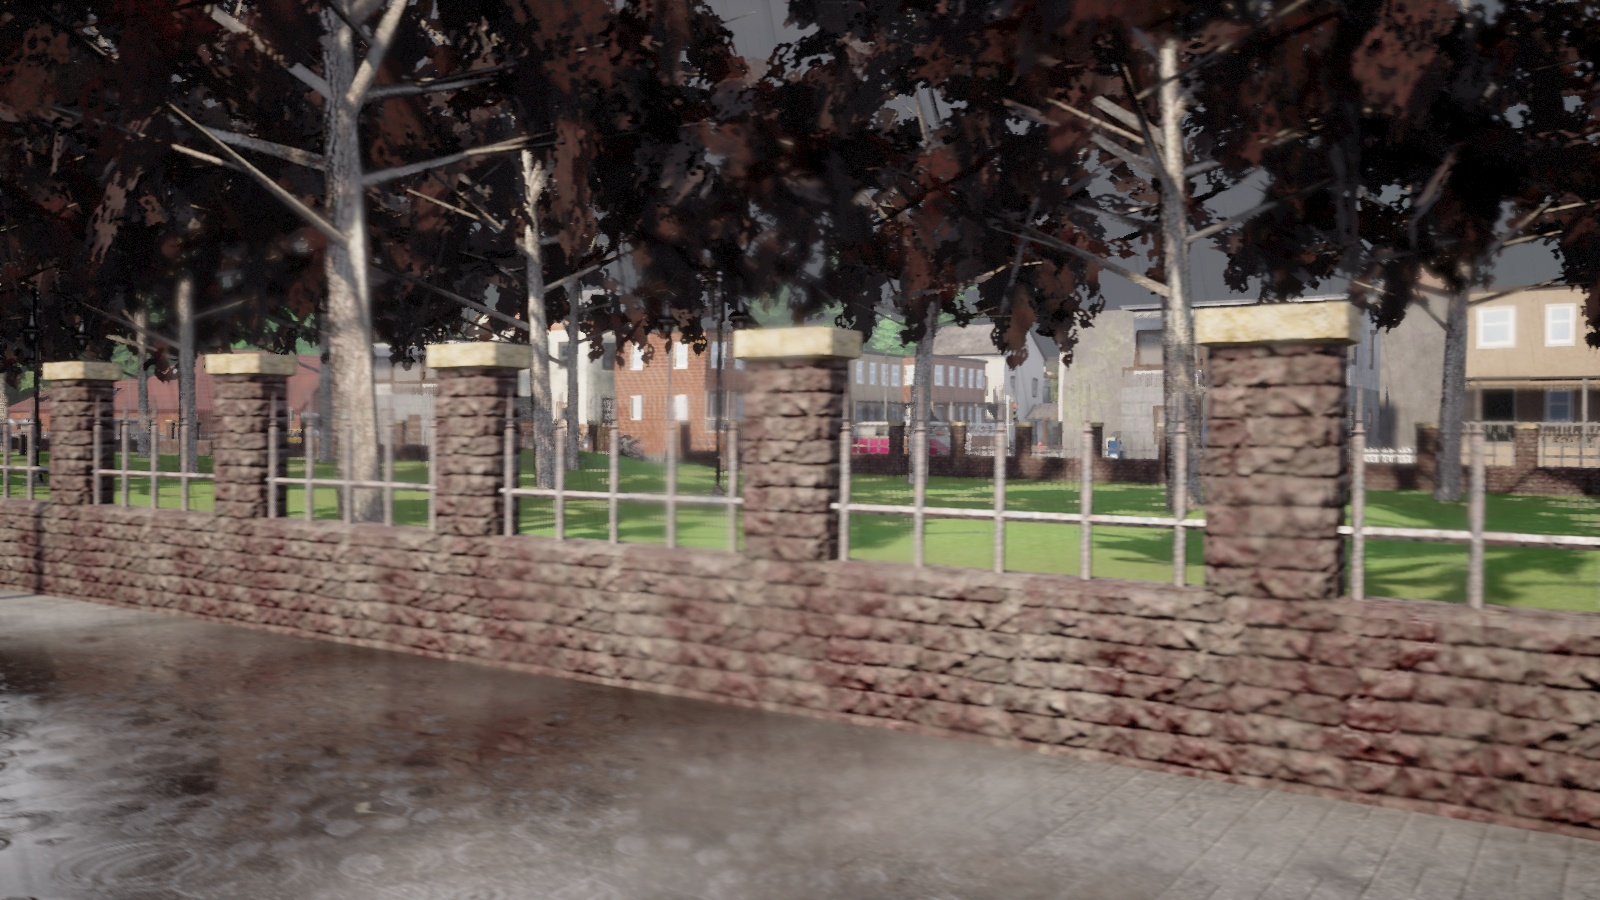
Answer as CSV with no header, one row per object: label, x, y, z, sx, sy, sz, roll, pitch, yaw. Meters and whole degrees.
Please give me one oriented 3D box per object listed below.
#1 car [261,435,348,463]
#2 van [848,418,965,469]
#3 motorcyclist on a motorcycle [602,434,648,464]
car,-28.811,-0.064,72.948,5.366,1.575,1.801,0,1,32
van,4.297,-0.250,50.942,4.442,1.987,1.775,0,1,35
motorcyclist on a motorcycle,-9.010,-0.034,64.609,2.191,1.530,0.866,0,0,23
